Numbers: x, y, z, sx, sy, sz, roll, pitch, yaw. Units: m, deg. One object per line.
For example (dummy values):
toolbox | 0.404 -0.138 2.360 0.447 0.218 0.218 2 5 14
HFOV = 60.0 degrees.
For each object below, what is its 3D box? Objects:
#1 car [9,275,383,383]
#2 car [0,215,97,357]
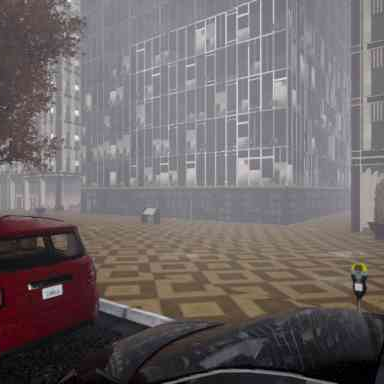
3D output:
car | 0.827 1.566 2.287 4.313 1.339 1.947 0 0 36
car | -3.665 1.315 5.501 5.009 1.841 2.192 0 0 36
